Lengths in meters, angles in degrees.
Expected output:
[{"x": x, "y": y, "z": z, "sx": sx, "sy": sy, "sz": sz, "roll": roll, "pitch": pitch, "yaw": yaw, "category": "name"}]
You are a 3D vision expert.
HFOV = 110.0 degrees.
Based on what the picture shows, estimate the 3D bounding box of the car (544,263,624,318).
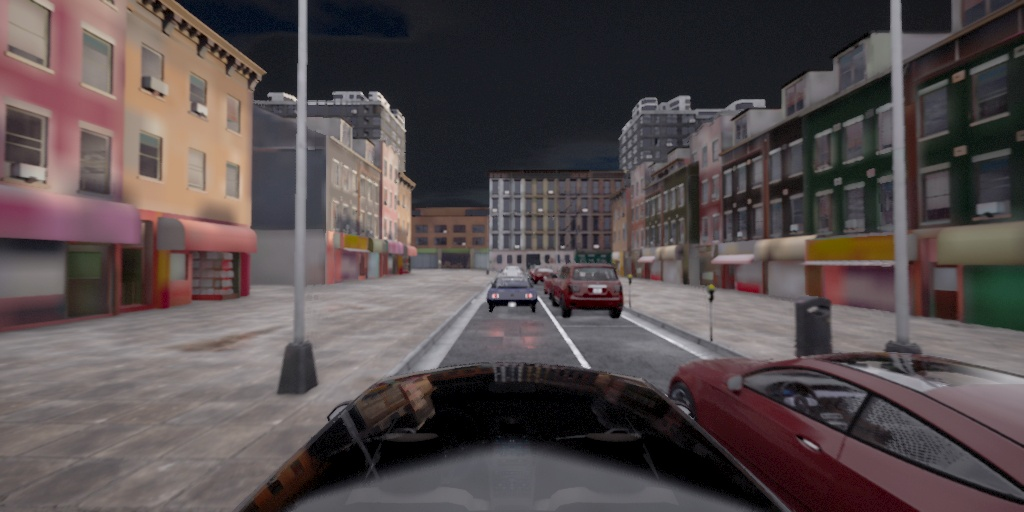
[{"x": 2.646, "y": 1.187, "z": 13.499, "sx": 2.192, "sy": 1.841, "sz": 5.009, "roll": 0, "pitch": 0, "yaw": 0, "category": "car"}]

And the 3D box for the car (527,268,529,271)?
[{"x": 2.658, "y": 1.553, "z": 35.512, "sx": 1.967, "sy": 1.591, "sz": 4.097, "roll": 0, "pitch": 0, "yaw": 0, "category": "car"}]

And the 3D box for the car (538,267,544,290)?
[{"x": 2.649, "y": 1.476, "z": 19.002, "sx": 1.888, "sy": 1.381, "sz": 4.507, "roll": 0, "pitch": 0, "yaw": 0, "category": "car"}]

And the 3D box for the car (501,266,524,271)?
[{"x": 0.037, "y": 1.585, "z": 30.763, "sx": 1.812, "sy": 1.442, "sz": 4.674, "roll": 0, "pitch": 0, "yaw": 1, "category": "car"}]

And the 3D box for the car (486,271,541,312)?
[{"x": 0.021, "y": 1.491, "z": 15.120, "sx": 1.895, "sy": 1.301, "sz": 4.718, "roll": 0, "pitch": -1, "yaw": 0, "category": "car"}]

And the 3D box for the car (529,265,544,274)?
[{"x": 2.655, "y": 1.597, "z": 30.009, "sx": 1.888, "sy": 1.381, "sz": 4.507, "roll": 0, "pitch": 0, "yaw": 0, "category": "car"}]

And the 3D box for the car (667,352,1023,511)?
[{"x": 2.640, "y": 1.340, "z": 2.493, "sx": 1.802, "sy": 1.307, "sz": 4.207, "roll": 0, "pitch": 0, "yaw": 0, "category": "car"}]
